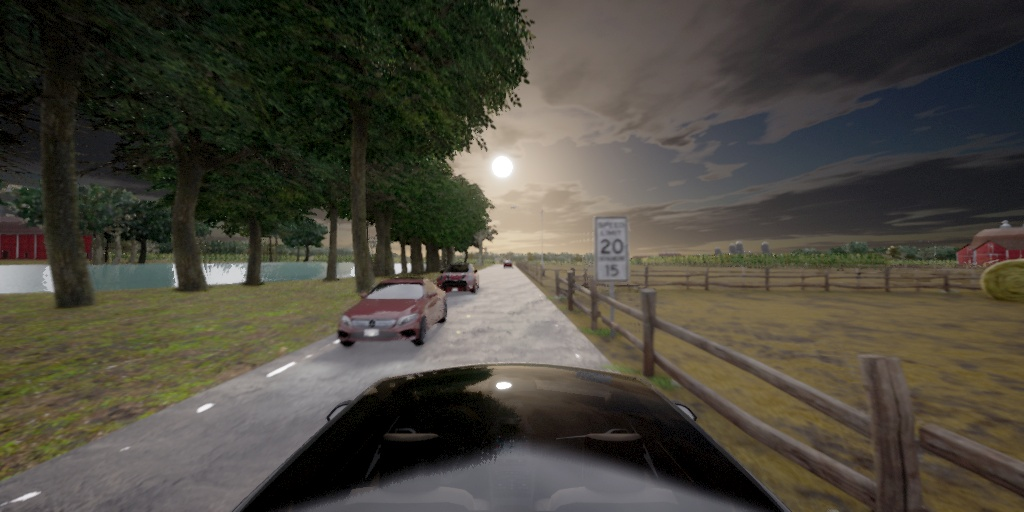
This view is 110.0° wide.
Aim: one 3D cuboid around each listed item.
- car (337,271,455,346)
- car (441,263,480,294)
[{"bbox_3d":[-2.909,1.321,9.705,1.812,1.442,4.674,0,0,0],"label":"car"},{"bbox_3d":[-3.041,1.194,21.107,2.097,1.767,4.553,0,0,-1],"label":"car"}]
